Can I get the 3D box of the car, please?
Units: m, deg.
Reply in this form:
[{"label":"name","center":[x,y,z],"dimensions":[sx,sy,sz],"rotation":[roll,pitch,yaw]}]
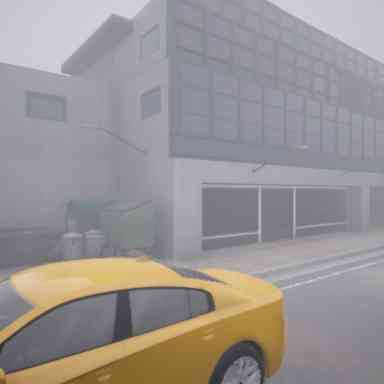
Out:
[{"label":"car","center":[-1.226,1.478,3.218],"dimensions":[5.008,1.535,1.882],"rotation":[0,0,-35]}]
